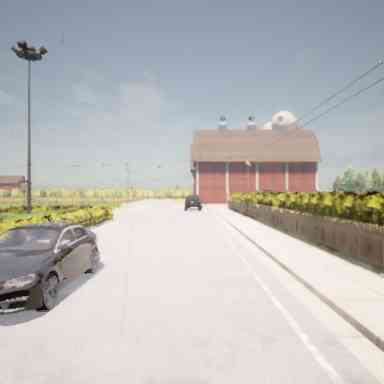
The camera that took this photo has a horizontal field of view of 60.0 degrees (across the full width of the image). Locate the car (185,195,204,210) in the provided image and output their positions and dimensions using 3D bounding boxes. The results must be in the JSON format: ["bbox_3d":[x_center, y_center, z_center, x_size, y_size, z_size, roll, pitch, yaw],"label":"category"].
[{"bbox_3d":[0.306,1.391,45.299,2.150,2.045,5.566,-1,0,6],"label":"car"}]

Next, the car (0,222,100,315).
[{"bbox_3d":[-3.593,1.521,7.857,2.128,1.511,4.902,0,0,0],"label":"car"}]
